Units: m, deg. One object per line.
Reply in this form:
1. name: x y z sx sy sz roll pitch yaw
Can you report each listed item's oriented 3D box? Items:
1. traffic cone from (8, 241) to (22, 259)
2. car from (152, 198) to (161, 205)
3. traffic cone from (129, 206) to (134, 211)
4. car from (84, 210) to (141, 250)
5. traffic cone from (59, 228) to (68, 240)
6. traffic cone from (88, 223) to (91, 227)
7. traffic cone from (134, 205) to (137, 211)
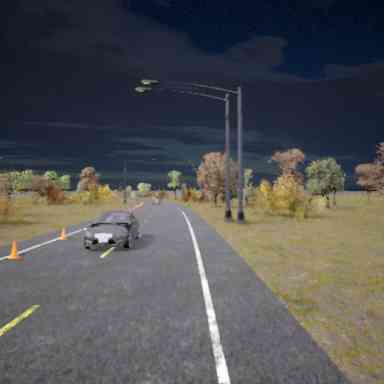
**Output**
1. traffic cone: -6.410 2.081 12.020 0.340 0.580 0.340 0 0 -1
2. car: -7.459 1.996 70.076 2.128 1.511 4.902 0 0 -7
3. traffic cone: -7.847 2.283 41.836 0.340 0.580 0.340 0 0 -4
4. car: -3.464 1.613 15.135 2.128 1.511 4.902 0 0 -2
5. traffic cone: -6.553 2.113 16.994 0.340 0.580 0.340 0 0 -2
6. traffic cone: -6.733 2.146 21.966 0.340 0.580 0.340 0 0 -2
7. traffic cone: -8.222 2.318 46.797 0.340 0.580 0.340 0 0 -5
